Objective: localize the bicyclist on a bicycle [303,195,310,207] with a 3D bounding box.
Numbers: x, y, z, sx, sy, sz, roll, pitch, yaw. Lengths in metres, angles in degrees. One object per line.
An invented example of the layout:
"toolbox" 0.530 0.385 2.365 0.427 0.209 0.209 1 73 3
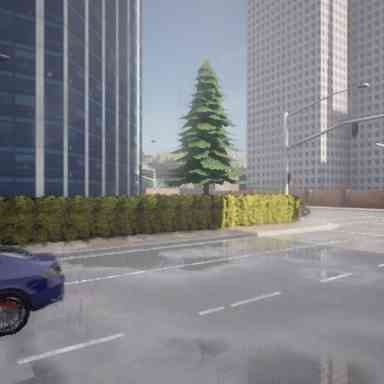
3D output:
"bicyclist on a bicycle" 16.291 1.300 47.377 1.656 1.620 0.582 0 0 -35

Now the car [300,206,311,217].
"car" 8.894 1.564 31.011 1.994 1.385 4.181 0 0 -35

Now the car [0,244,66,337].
"car" -4.430 1.526 5.112 4.674 1.442 1.812 0 0 -35
